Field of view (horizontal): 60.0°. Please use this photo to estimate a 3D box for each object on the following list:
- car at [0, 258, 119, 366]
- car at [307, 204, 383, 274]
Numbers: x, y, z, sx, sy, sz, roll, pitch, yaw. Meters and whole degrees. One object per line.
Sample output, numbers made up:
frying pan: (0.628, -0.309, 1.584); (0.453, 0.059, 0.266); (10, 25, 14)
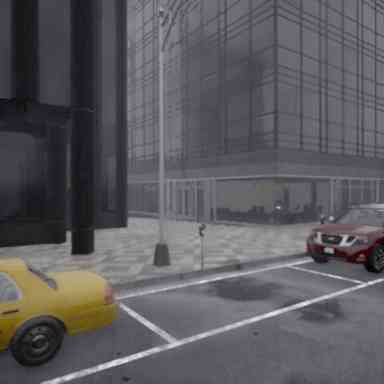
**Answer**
car: (-3.397, 1.525, 4.232); (4.829, 1.417, 1.752); (0, 0, -36)
car: (5.931, 1.338, 10.888); (5.009, 1.841, 2.192); (0, 0, -36)
